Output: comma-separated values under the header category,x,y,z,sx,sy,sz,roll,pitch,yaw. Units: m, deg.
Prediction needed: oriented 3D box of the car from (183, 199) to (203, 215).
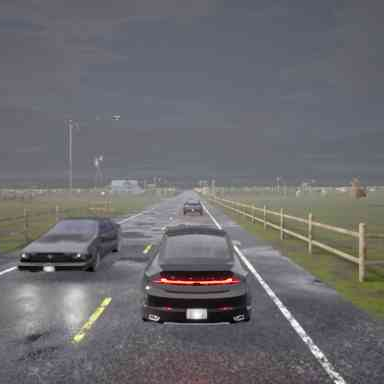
category,x,y,z,sx,sy,sz,roll,pitch,yaw
car,0.095,1.475,33.196,2.128,1.511,4.902,0,0,0

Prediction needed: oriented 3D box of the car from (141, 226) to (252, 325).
category,x,y,z,sx,sy,sz,roll,pitch,yaw
car,0.077,1.504,7.210,1.837,1.490,4.892,0,0,0

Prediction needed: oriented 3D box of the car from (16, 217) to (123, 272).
category,x,y,z,sx,sy,sz,roll,pitch,yaw
car,-3.598,1.545,11.011,2.033,1.411,5.357,0,0,0
